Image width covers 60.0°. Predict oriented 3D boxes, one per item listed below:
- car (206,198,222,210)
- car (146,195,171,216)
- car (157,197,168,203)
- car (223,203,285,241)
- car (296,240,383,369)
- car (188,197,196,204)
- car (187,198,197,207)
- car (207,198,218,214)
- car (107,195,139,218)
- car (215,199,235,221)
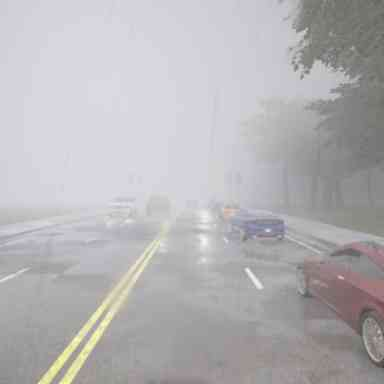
[{"bbox_3d":[3.249,1.696,49.632,2.033,1.649,4.856,0,-1,0],"label":"car"},{"bbox_3d":[-3.345,1.365,34.102,2.150,2.045,5.566,0,-1,0],"label":"car"},{"bbox_3d":[-6.502,1.704,73.139,1.994,1.385,4.181,0,-1,0],"label":"car"},{"bbox_3d":[3.110,1.535,17.046,1.882,1.535,5.008,0,0,-5],"label":"car"},{"bbox_3d":[3.250,1.541,5.618,1.812,1.442,4.674,0,0,0],"label":"car"},{"bbox_3d":[-0.002,2.021,77.527,1.882,1.535,5.008,0,-1,0],"label":"car"},{"bbox_3d":[-0.001,1.851,58.561,2.128,1.511,4.902,0,-1,0],"label":"car"},{"bbox_3d":[3.249,1.676,38.657,2.163,1.488,4.792,0,0,0],"label":"car"},{"bbox_3d":[-6.596,1.354,32.346,2.150,2.045,5.566,0,-1,0],"label":"car"},{"bbox_3d":[3.250,1.563,27.813,1.801,1.575,5.366,0,0,0],"label":"car"}]
